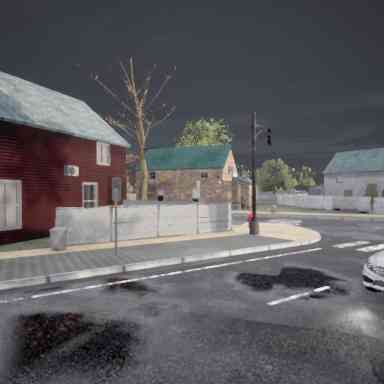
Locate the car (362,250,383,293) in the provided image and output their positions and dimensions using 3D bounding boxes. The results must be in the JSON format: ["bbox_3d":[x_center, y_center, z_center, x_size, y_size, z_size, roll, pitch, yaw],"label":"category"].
[{"bbox_3d":[5.853,1.526,7.722,4.674,1.442,1.812,0,0,-35],"label":"car"}]
